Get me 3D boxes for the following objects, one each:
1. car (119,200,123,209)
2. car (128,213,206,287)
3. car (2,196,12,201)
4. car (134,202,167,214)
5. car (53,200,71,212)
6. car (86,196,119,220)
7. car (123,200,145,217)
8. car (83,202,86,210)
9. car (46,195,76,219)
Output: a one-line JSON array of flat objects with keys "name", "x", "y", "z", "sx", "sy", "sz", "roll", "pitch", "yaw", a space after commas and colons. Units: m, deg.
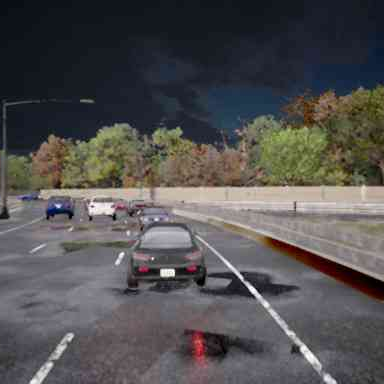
[{"name": "car", "x": -9.700, "y": 1.707, "z": 44.172, "sx": 1.994, "sy": 1.385, "sz": 4.181, "roll": 0, "pitch": 0, "yaw": -23}, {"name": "car", "x": -0.706, "y": 1.555, "z": 9.345, "sx": 1.812, "sy": 1.442, "sz": 4.674, "roll": 0, "pitch": 0, "yaw": -5}, {"name": "car", "x": -47.502, "y": 1.678, "z": 82.283, "sx": 4.902, "sy": 1.511, "sz": 2.128, "roll": 0, "pitch": 0, "yaw": 36}, {"name": "car", "x": -2.490, "y": 1.615, "z": 21.341, "sx": 2.033, "sy": 1.411, "sz": 5.357, "roll": 0, "pitch": 0, "yaw": -11}, {"name": "car", "x": -16.937, "y": 1.748, "z": 43.283, "sx": 1.895, "sy": 1.301, "sz": 4.718, "roll": 0, "pitch": 0, "yaw": -24}, {"name": "car", "x": -7.916, "y": 1.319, "z": 29.206, "sx": 2.150, "sy": 2.045, "sz": 5.566, "roll": 0, "pitch": 0, "yaw": -17}, {"name": "car", "x": -5.457, "y": 1.609, "z": 32.960, "sx": 1.837, "sy": 1.490, "sz": 4.892, "roll": 0, "pitch": -1, "yaw": -17}, {"name": "car", "x": -12.733, "y": 1.688, "z": 42.470, "sx": 2.033, "sy": 1.411, "sz": 5.357, "roll": 0, "pitch": 0, "yaw": -23}, {"name": "car", "x": -11.895, "y": 1.324, "z": 30.286, "sx": 2.150, "sy": 2.045, "sz": 5.566, "roll": 0, "pitch": 0, "yaw": -16}]
